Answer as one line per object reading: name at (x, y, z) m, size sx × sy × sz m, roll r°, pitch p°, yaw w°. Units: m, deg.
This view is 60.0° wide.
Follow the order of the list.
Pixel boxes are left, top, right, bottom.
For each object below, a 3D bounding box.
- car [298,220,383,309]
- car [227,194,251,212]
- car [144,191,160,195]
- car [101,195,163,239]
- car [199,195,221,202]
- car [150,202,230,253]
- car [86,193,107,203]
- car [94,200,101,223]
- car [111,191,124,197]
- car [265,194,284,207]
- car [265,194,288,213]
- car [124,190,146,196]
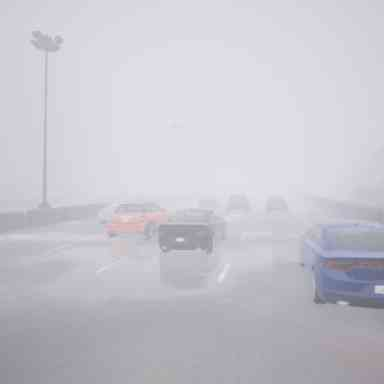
car at (3.607, 1.381, 7.716) m, size 1.882 × 1.535 × 5.008 m, roll -1°, pitch 0°, yaw 13°
car at (4.634, 0.985, 32.494) m, size 2.097 × 1.767 × 4.553 m, roll -1°, pitch 1°, yaw 13°
car at (-6.752, 1.016, 61.370) m, size 1.812 × 1.442 × 4.674 m, roll -1°, pitch 1°, yaw 14°
car at (-2.517, 1.270, 17.234) m, size 2.097 × 1.767 × 4.553 m, roll -1°, pitch 1°, yaw 13°
car at (2.050, 1.104, 36.818) m, size 1.882 × 1.535 × 5.008 m, roll -1°, pitch 1°, yaw 13°
car at (0.172, 1.390, 13.349) m, size 1.882 × 1.535 × 5.008 m, roll -1°, pitch 1°, yaw 13°
car at (-17.526, 1.020, 61.342) m, size 2.097 × 1.767 × 4.553 m, roll -1°, pitch 1°, yaw 14°
car at (-4.761, 1.421, 23.010) m, size 1.812 × 1.442 × 4.674 m, roll -1°, pitch 1°, yaw 13°
car at (-13.468, 0.800, 63.304) m, size 2.150 × 2.045 × 5.566 m, roll -1°, pitch 1°, yaw 14°
car at (10.115, 0.995, 40.929) m, size 2.033 × 1.411 × 5.357 m, roll -1°, pitch 1°, yaw 14°
car at (7.841, 1.162, 31.002) m, size 1.994 × 1.385 × 4.181 m, roll -1°, pitch 1°, yaw 13°
car at (-10.068, 0.753, 62.513) m, size 2.150 × 2.045 × 5.566 m, roll -1°, pitch 1°, yaw 14°
